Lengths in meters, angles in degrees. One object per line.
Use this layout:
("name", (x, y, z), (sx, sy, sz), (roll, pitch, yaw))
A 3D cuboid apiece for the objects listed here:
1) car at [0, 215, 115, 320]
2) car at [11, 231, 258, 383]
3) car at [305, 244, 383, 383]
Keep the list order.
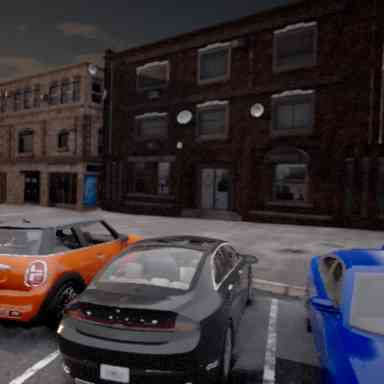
("car", (-2.578, 1.301, 7.177), (2.185, 1.767, 4.553), (0, 0, 14))
("car", (-0.098, 1.455, 5.456), (2.231, 1.521, 4.892), (0, 0, 15))
("car", (2.379, 1.481, 3.731), (2.097, 1.535, 5.008), (1, 0, 15))
